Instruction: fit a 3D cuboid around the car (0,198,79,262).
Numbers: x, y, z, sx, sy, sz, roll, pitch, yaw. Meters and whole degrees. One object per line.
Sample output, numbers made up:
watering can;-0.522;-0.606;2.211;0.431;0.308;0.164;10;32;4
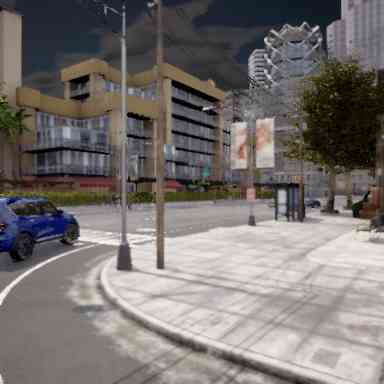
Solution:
car;-6.328;1.233;12.455;2.150;2.045;5.566;-1;0;6

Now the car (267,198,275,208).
car;12.547;1.564;47.875;2.033;1.411;5.357;0;0;35

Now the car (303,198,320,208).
car;17.277;1.540;48.477;1.812;1.442;4.674;0;0;35
